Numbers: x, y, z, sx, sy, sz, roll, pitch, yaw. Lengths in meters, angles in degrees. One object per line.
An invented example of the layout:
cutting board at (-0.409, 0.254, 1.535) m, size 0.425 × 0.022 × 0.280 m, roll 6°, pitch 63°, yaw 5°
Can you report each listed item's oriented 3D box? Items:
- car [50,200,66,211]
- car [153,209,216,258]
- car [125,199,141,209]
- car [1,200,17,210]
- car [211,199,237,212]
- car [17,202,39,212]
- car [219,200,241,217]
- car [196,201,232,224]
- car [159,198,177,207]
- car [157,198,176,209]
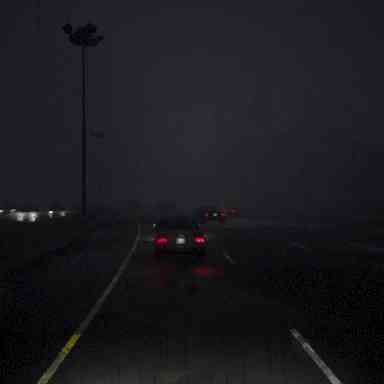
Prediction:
car at (-18.803, 1.833, 46.769) m, size 1.882 × 1.535 × 5.008 m, roll 0°, pitch 0°, yaw -19°
car at (-0.574, 1.626, 13.215) m, size 2.033 × 1.411 × 5.357 m, roll 0°, pitch 0°, yaw -5°
car at (-9.206, 1.830, 51.667) m, size 2.128 × 1.511 × 4.902 m, roll 0°, pitch 0°, yaw -20°
car at (-27.597, 1.922, 50.337) m, size 1.837 × 1.490 × 4.892 m, roll 0°, pitch 0°, yaw -22°
car at (4.211, 1.758, 44.342) m, size 1.812 × 1.442 × 4.674 m, roll 0°, pitch 0°, yaw -16°
car at (-21.747, 1.958, 44.638) m, size 1.895 × 1.301 × 4.718 m, roll 0°, pitch 0°, yaw -19°
car at (3.324, 1.654, 33.711) m, size 1.882 × 1.535 × 5.008 m, roll 0°, pitch -1°, yaw -13°
car at (1.231, 1.691, 26.184) m, size 2.033 × 1.411 × 5.357 m, roll 0°, pitch 0°, yaw -10°
car at (-4.267, 1.857, 58.359) m, size 1.837 × 1.490 × 4.892 m, roll 0°, pitch 0°, yaw -23°
car at (-3.504, 1.753, 45.543) m, size 1.882 × 1.535 × 5.008 m, roll 0°, pitch 0°, yaw -17°
